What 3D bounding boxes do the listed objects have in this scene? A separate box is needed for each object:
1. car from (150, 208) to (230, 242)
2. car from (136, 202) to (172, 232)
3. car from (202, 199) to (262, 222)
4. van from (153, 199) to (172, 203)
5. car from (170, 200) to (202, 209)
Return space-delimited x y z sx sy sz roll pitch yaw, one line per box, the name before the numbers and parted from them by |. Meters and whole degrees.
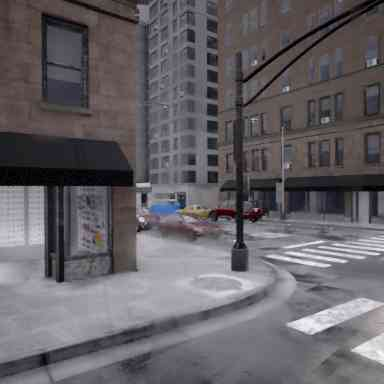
car | -0.242 1.778 17.626 1.802 1.307 4.206 -1 0 -36
car | -3.460 1.705 22.093 1.967 1.590 4.097 -1 0 -36
car | 3.456 1.521 27.073 2.192 1.841 5.009 -1 0 -36
van | -2.973 1.688 36.009 1.690 1.788 3.998 -1 0 -36
car | 0.147 1.804 31.679 1.752 1.417 4.829 -1 0 -36
